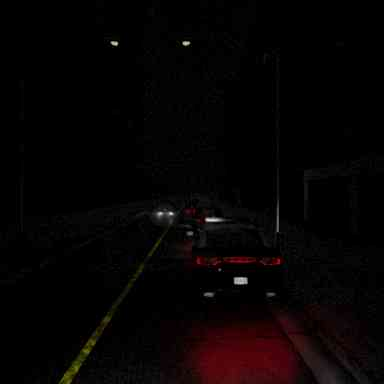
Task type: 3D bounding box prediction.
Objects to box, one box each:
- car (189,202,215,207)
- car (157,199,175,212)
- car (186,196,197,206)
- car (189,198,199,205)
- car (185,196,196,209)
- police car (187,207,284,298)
[{"bbox_3d":[0.896,1.533,18.590,1.812,1.442,4.674,0,0,0],"label":"car"},{"bbox_3d":[-3.010,1.572,39.598,2.033,1.411,5.357,0,0,0],"label":"car"},{"bbox_3d":[-0.014,1.520,58.725,1.882,1.535,5.008,0,0,0],"label":"car"},{"bbox_3d":[0.894,1.489,24.590,1.882,1.535,5.008,0,0,0],"label":"car"},{"bbox_3d":[0.006,1.632,45.997,1.895,1.301,4.718,0,0,1],"label":"car"},{"bbox_3d":[0.898,1.428,8.699,1.930,1.638,5.238,0,0,0],"label":"police car"}]
